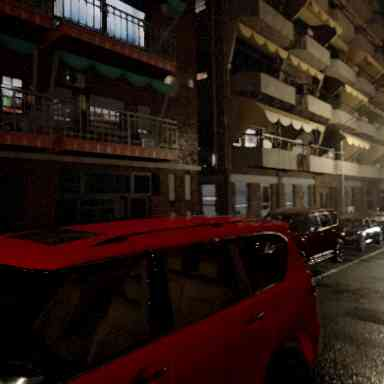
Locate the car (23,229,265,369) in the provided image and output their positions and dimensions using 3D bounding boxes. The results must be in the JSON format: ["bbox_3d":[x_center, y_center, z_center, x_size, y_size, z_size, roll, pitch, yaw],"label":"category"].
[{"bbox_3d":[-0.574,1.687,6.801,1.752,1.417,4.829,-3,-2,44],"label":"car"}]

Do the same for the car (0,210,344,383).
[{"bbox_3d":[-0.929,1.302,2.692,2.150,2.045,5.566,-2,-2,44],"label":"car"}]

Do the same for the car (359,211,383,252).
[{"bbox_3d":[7.204,1.763,14.891,2.008,1.369,4.403,-3,-2,44],"label":"car"}]

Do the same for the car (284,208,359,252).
[{"bbox_3d":[3.368,1.502,10.913,2.192,1.841,5.009,-3,-2,44],"label":"car"}]
